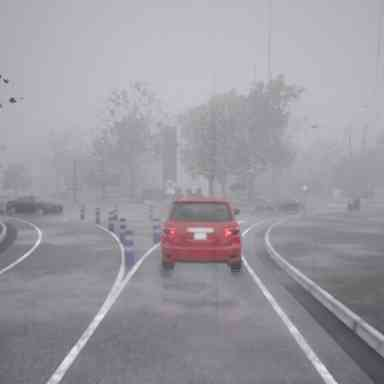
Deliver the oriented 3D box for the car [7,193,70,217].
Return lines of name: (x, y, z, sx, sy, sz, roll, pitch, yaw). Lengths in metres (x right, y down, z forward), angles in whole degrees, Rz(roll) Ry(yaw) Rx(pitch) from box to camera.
car: (-12.727, 1.081, 27.012, 5.008, 1.535, 1.882, 1, 2, 25)

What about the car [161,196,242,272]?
car: (0.381, 1.137, 10.764, 2.150, 2.045, 5.566, 0, 1, 4)

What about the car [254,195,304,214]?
car: (7.631, 1.050, 28.715, 4.902, 1.511, 2.128, -1, 2, -31)

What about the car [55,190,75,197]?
car: (-23.110, 0.312, 59.799, 1.994, 1.385, 4.181, 1, 2, 33)
